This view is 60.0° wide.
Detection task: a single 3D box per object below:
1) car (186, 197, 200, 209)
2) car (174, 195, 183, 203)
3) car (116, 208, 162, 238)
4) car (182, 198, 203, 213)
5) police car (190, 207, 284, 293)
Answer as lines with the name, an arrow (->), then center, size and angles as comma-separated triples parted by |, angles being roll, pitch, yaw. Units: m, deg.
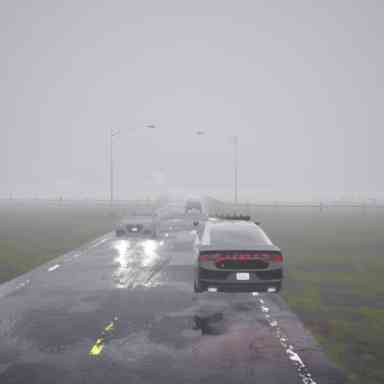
car -> 0.186, 1.516, 47.397 | 1.812, 1.442, 4.674 | 0, 0, 1
car -> -2.526, 1.485, 66.996 | 1.837, 1.490, 4.892 | 0, 0, 0
car -> -2.692, 1.563, 17.577 | 1.994, 1.385, 4.181 | 0, 0, 0
car -> 0.197, 1.499, 37.228 | 1.837, 1.490, 4.892 | 0, 0, 0
police car -> 0.992, 1.426, 9.009 | 1.930, 1.638, 5.238 | 0, 0, 0
